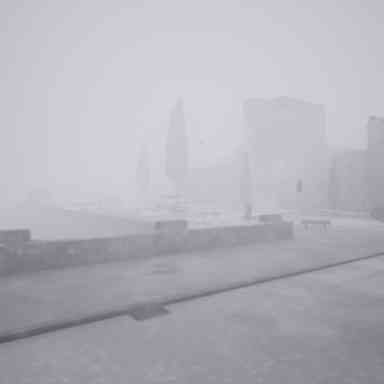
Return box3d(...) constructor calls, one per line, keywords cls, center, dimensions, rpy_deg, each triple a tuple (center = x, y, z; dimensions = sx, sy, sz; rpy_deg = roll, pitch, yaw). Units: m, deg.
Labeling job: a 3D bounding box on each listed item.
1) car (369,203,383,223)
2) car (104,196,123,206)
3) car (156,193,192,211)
box3d(cls="car", center=(15.330, 1.180, 22.997), dimensions=(2.150, 2.045, 5.566), rpy_deg=(1, 0, -33))
box3d(cls="car", center=(-13.124, 1.524, 55.564), dimensions=(1.837, 1.490, 4.892), rpy_deg=(0, 0, -35))
box3d(cls="car", center=(-2.317, 1.185, 40.215), dimensions=(2.150, 2.045, 5.566), rpy_deg=(0, 0, -35))
